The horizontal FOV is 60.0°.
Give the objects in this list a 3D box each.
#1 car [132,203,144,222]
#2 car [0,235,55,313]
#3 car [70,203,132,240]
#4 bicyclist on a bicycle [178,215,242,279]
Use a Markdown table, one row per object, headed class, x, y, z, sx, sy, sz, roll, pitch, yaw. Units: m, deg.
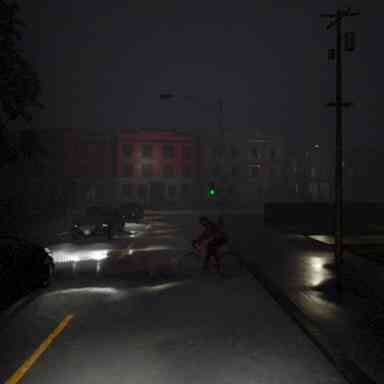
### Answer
| class | x | y | z | sx | sy | sz | roll | pitch | yaw |
| --- | --- | --- | --- | --- | --- | --- | --- | --- | --- |
| car | -4.919 | 1.541 | 26.321 | 2.033 | 1.411 | 5.357 | 0 | 0 | -2 |
| car | -4.291 | 1.563 | 6.434 | 1.994 | 1.385 | 4.181 | 0 | 0 | -2 |
| car | -4.656 | 1.487 | 16.961 | 2.128 | 1.511 | 4.902 | 0 | 0 | -2 |
| bicyclist on a bicycle | 0.460 | 1.423 | 8.504 | 1.656 | 1.620 | 0.582 | -1 | 0 | -2 |
